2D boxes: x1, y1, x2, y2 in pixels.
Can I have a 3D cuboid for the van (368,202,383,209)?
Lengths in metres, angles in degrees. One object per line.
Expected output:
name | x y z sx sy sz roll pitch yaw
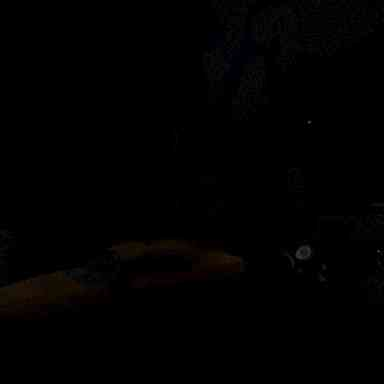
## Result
van | 7.911 1.242 12.311 3.998 1.788 1.690 -1 0 -36

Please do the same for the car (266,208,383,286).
car | 3.488 1.381 9.148 4.097 1.590 1.967 -1 0 -36

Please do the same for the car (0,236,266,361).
car | -1.073 1.508 5.888 4.829 1.417 1.752 -1 0 -36
